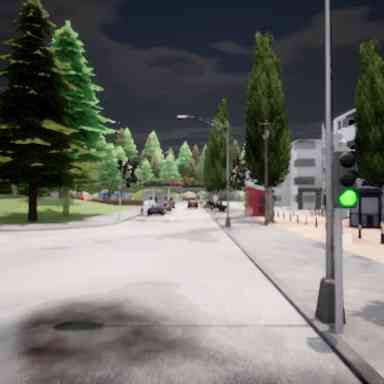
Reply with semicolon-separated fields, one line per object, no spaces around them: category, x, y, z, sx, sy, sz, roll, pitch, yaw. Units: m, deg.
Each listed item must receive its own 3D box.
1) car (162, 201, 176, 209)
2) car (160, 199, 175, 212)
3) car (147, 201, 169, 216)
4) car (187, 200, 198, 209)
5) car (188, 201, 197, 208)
car;-4.008;2.275;58.590;1.994;1.385;4.181;0;-1;1
car;-4.058;1.942;48.637;2.097;1.767;4.553;0;-1;0
car;-4.078;2.071;38.742;1.895;1.301;4.718;0;-1;0
car;0.157;2.215;60.771;1.882;1.535;5.008;0;-1;0
car;0.091;2.601;71.988;1.812;1.442;4.674;0;-1;0
